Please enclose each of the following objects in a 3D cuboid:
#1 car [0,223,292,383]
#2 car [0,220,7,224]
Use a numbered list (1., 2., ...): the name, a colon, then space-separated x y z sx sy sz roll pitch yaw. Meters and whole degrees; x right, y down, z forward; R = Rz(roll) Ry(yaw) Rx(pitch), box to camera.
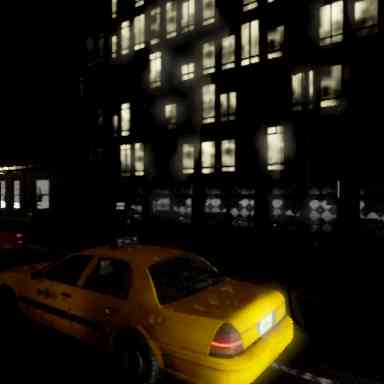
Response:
1. car: -1.246 1.469 5.254 5.366 1.575 1.801 0 0 36
2. car: -7.724 1.609 12.099 4.206 1.307 1.802 0 0 36
